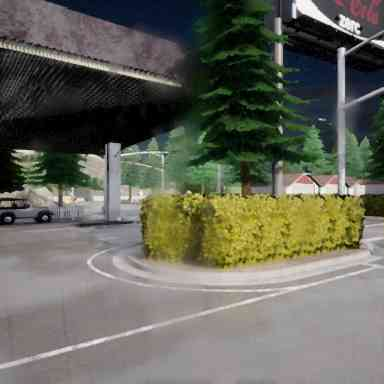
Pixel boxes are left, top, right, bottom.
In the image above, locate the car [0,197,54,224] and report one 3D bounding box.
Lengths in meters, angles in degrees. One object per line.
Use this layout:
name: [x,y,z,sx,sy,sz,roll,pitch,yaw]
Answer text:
car: [-11.958,1.319,23.488,3.866,1.878,1.905,0,0,-36]
